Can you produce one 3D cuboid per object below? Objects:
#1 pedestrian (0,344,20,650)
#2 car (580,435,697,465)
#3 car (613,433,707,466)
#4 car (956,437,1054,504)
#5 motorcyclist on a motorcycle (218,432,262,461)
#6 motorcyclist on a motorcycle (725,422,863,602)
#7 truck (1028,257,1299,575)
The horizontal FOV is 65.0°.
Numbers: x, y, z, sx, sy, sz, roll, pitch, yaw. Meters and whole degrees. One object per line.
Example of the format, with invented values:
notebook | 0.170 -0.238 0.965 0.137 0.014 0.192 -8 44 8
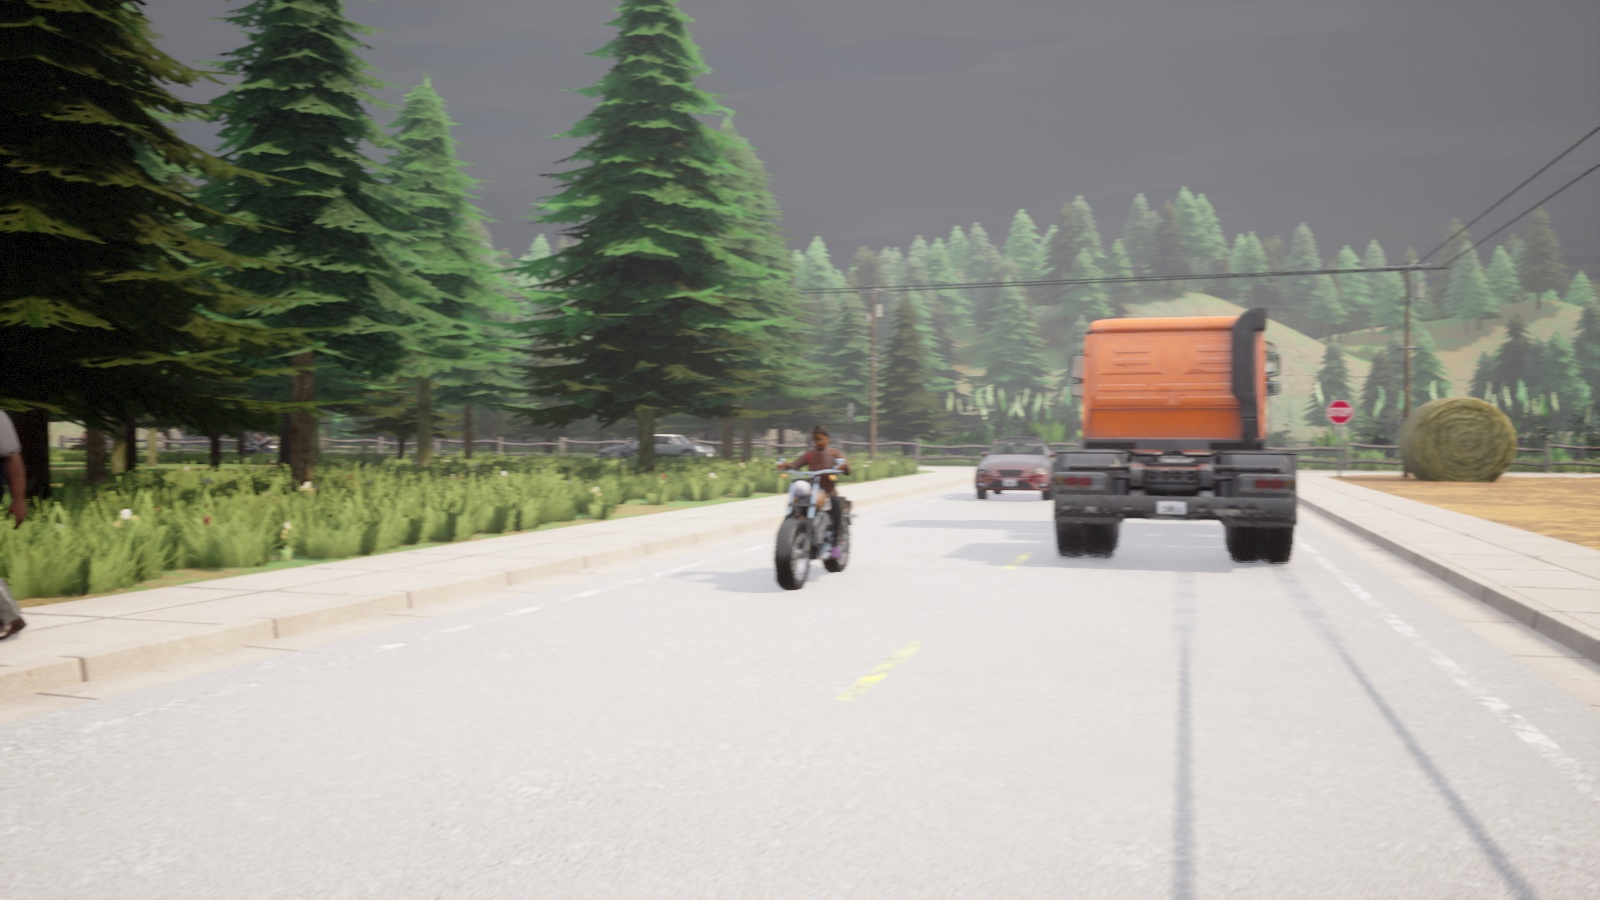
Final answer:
pedestrian | -5.275 0.291 7.535 0.563 1.883 0.849 0 1 16
car | -7.973 -0.004 61.934 5.357 1.411 2.033 0 1 18
car | -6.411 -0.030 57.740 3.806 1.475 1.970 0 1 18
car | 4.987 0.432 30.118 1.816 1.474 4.193 0 1 16
motorcyclist on a motorcycle | -30.747 -0.198 68.971 2.191 1.530 0.866 0 1 17
motorcyclist on a motorcycle | -0.004 0.550 12.736 0.766 1.649 2.350 0 1 16
truck | 5.115 -0.419 17.856 2.891 3.462 7.936 0 1 16
